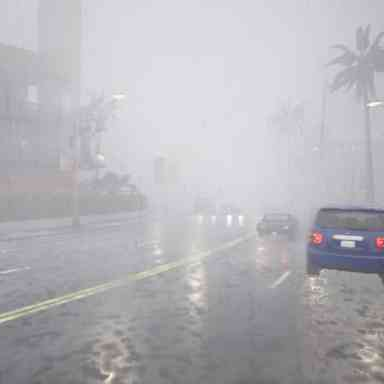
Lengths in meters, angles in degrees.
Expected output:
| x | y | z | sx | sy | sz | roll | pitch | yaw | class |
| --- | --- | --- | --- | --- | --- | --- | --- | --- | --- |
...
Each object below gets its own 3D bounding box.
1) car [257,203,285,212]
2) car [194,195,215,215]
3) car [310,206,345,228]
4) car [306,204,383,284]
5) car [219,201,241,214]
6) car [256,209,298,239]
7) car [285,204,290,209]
| x | y | z | sx | sy | sz | roll | pitch | yaw | class |
| --- | --- | --- | --- | --- | --- | --- | --- | --- | --- |
| 8.622 | 2.093 | 37.435 | 1.994 | 1.385 | 4.181 | 1 | -1 | 1 | car |
| 1.491 | 1.729 | 41.941 | 2.150 | 2.045 | 5.566 | 1 | -1 | -6 | car |
| 10.917 | 1.940 | 27.127 | 1.837 | 1.490 | 4.892 | 1 | -1 | 13 | car |
| 4.990 | 1.397 | 10.416 | 2.150 | 2.045 | 5.566 | 1 | -1 | 27 | car |
| 4.936 | 2.150 | 42.646 | 1.895 | 1.301 | 4.718 | 1 | -1 | -6 | car |
| 5.069 | 1.881 | 19.283 | 1.895 | 1.301 | 4.718 | 0 | -1 | 21 | car |
| 11.542 | 2.168 | 44.368 | 1.812 | 1.442 | 4.674 | 1 | -1 | -7 | car |
